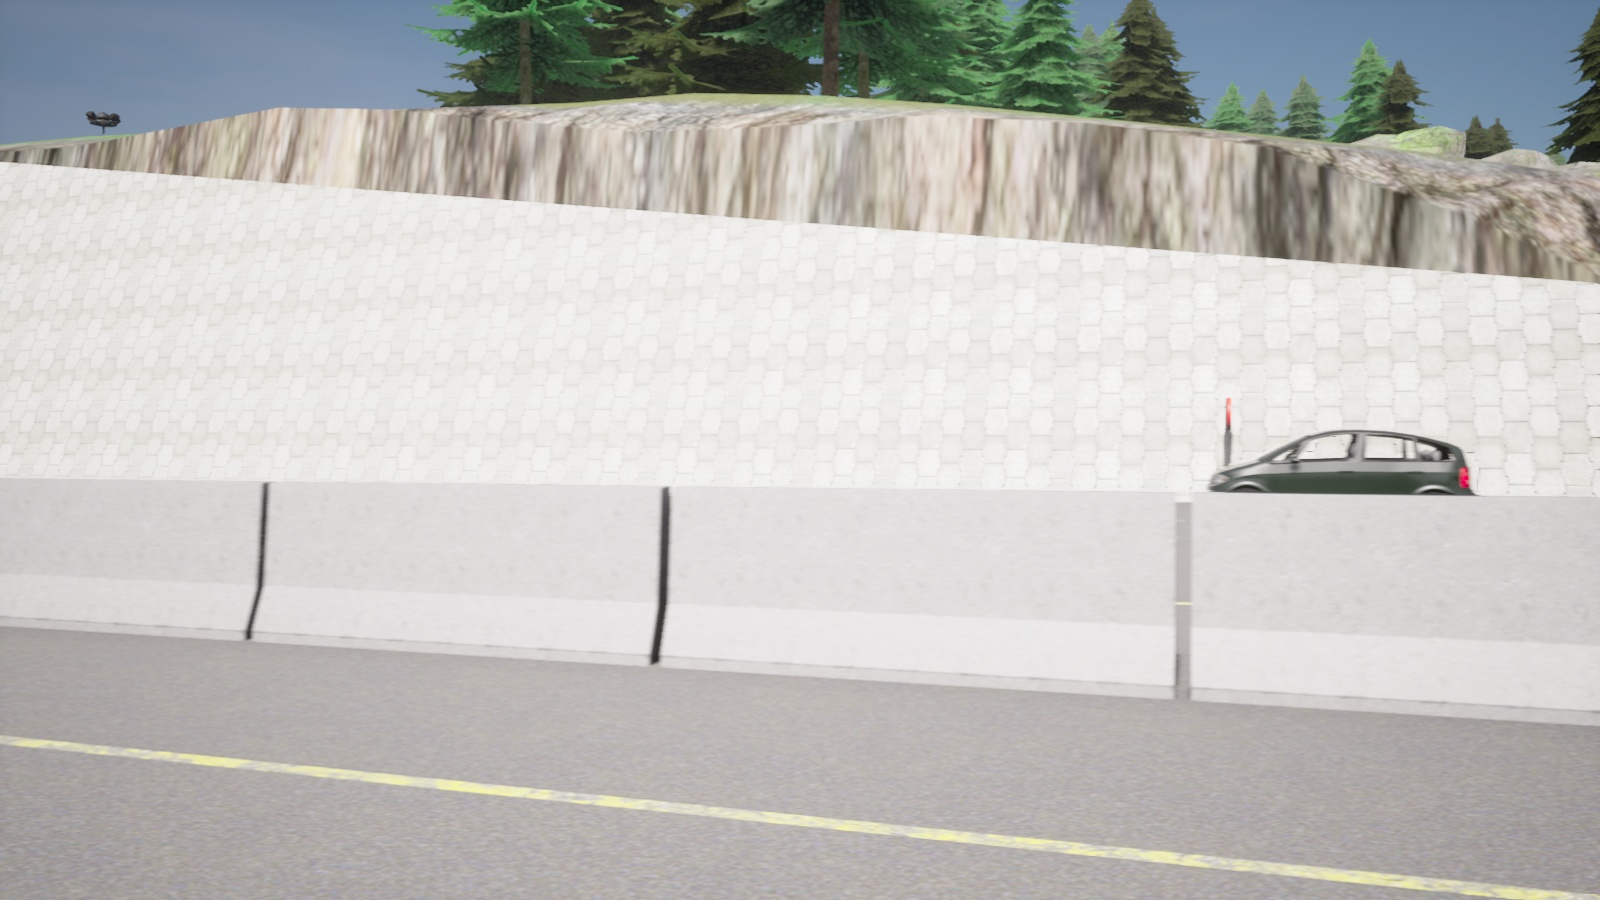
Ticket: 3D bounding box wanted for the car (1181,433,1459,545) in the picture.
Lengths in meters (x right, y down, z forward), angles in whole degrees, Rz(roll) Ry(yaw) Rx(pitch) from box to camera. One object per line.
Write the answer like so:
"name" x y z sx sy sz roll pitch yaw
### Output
"car" 7.755 0.529 19.046 3.705 1.549 1.789 1 1 19
